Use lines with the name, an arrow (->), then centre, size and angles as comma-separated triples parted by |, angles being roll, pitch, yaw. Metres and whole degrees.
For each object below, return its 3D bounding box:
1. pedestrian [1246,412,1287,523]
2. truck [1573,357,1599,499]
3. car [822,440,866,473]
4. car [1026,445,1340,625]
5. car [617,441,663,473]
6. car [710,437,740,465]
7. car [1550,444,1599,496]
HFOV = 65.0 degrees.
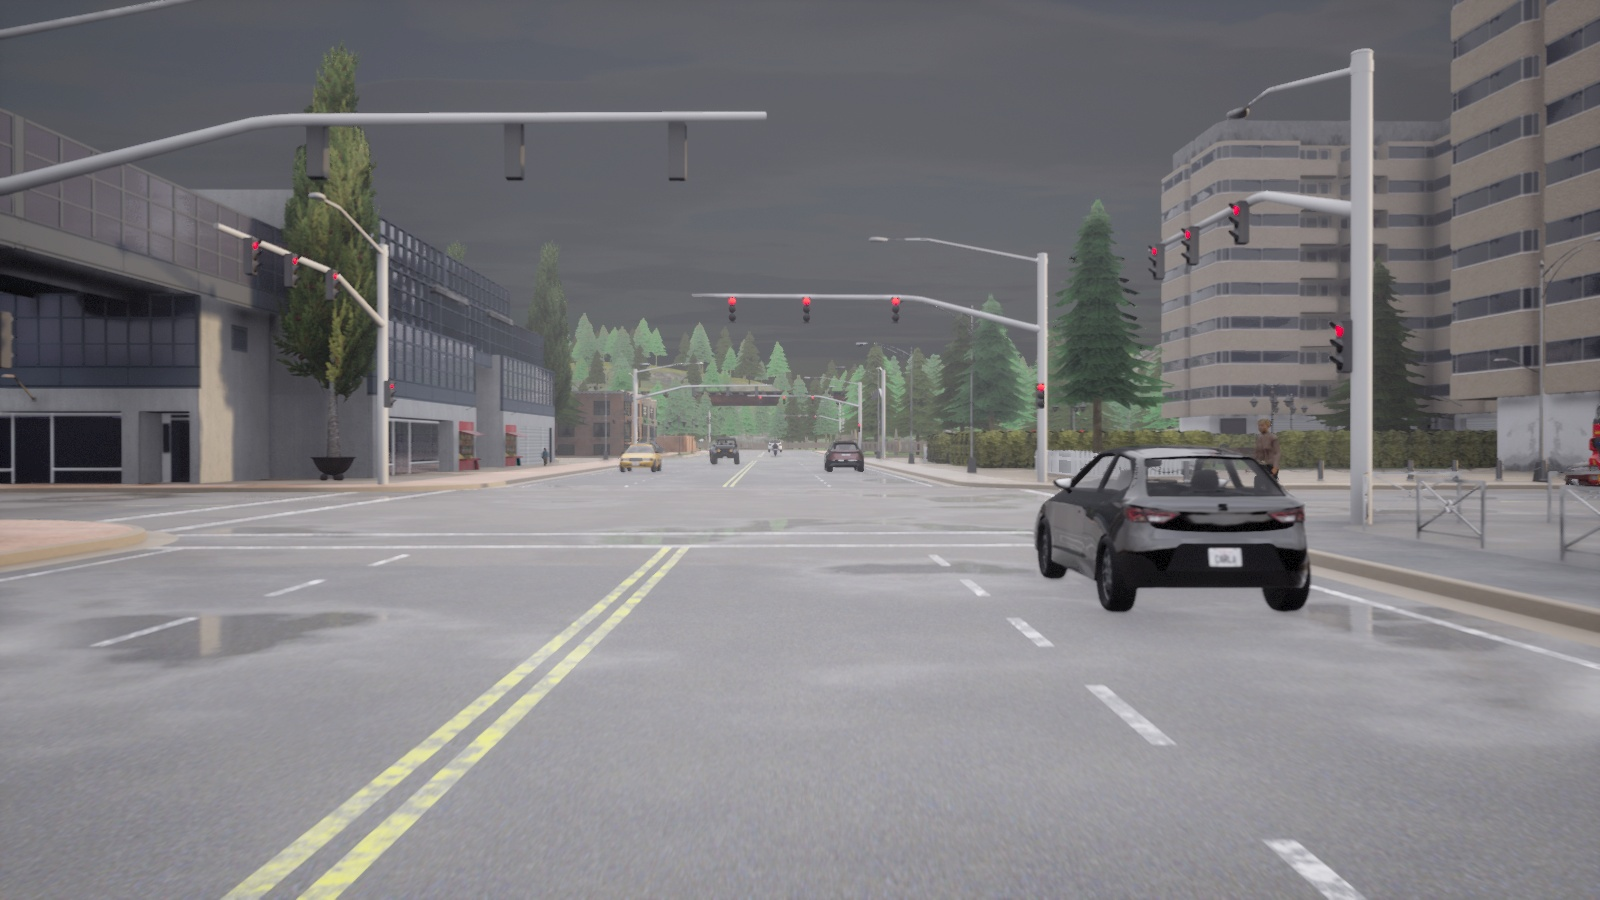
pedestrian -> 7.889, 0.292, 21.218 | 0.634, 1.846, 0.331 | 0, 0, -33
truck -> 25.672, -0.586, 33.413 | 8.468, 3.827, 2.891 | 0, 0, -1
car -> 2.276, 0.307, 65.989 | 2.033, 1.649, 4.856 | 0, 0, -1
car -> 3.539, 0.693, 12.461 | 1.816, 1.474, 4.193 | 0, 0, 0
car -> -8.202, 0.313, 64.842 | 1.801, 1.575, 5.366 | 0, 0, -1
car -> -5.150, 0.050, 86.693 | 1.905, 1.878, 3.866 | 0, 0, -1
car -> 25.091, 0.559, 36.907 | 4.792, 1.488, 2.163 | 0, 0, -1
